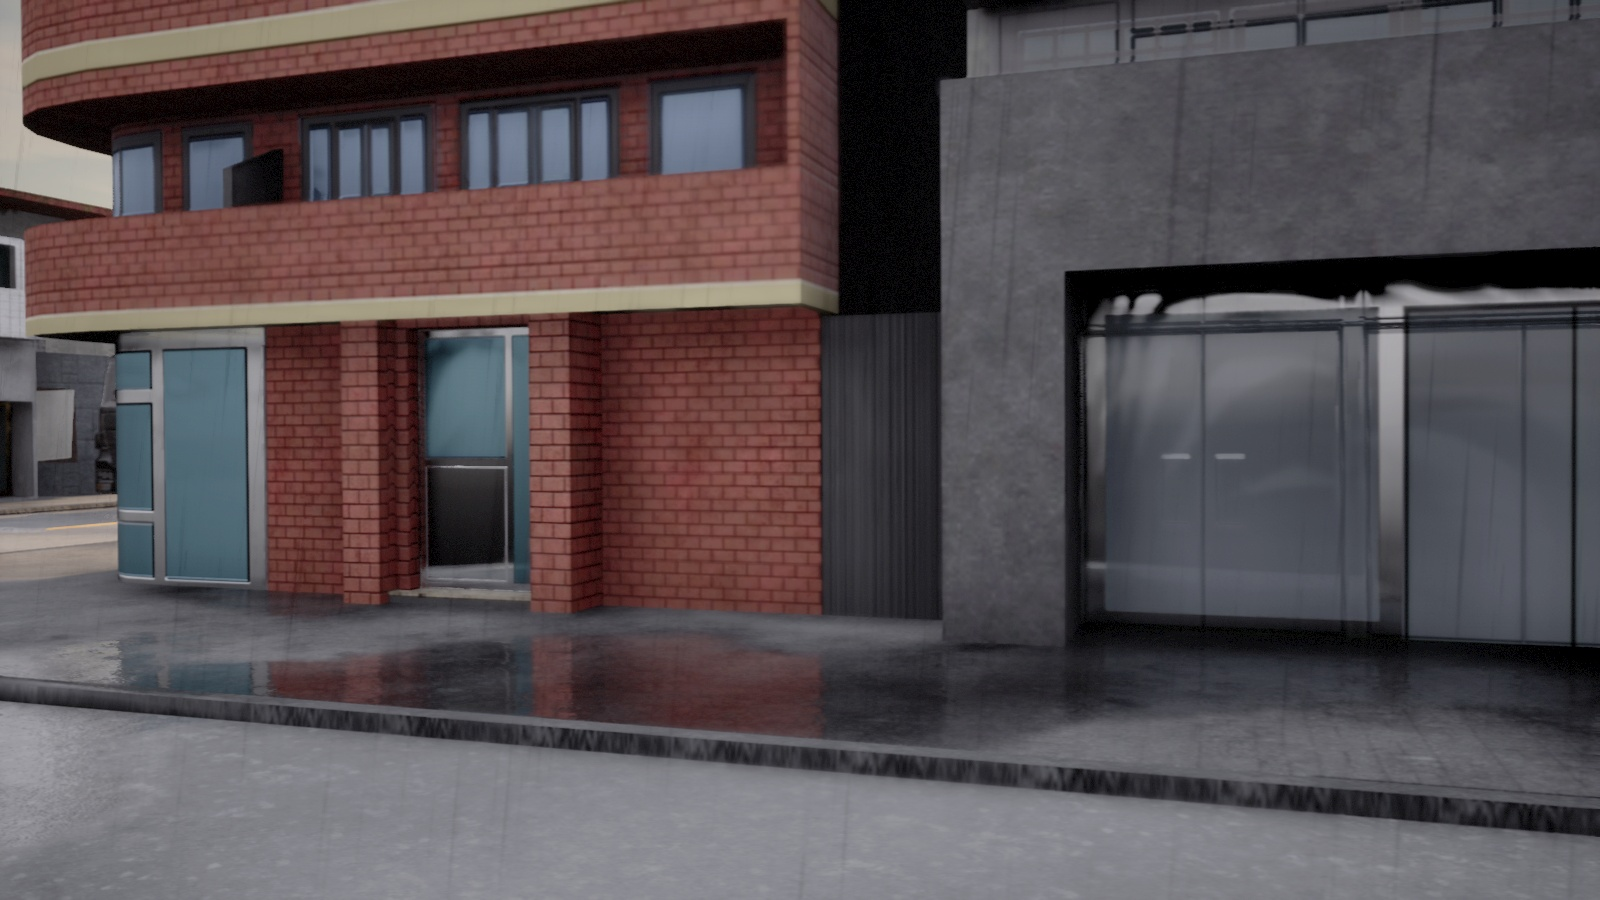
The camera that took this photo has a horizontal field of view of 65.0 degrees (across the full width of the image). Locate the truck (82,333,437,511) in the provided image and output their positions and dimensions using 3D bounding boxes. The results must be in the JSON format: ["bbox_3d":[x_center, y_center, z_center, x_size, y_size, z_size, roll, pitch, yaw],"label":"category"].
[{"bbox_3d":[-11.873,-0.614,28.705,2.891,3.462,7.936,0,1,18],"label":"truck"}]
